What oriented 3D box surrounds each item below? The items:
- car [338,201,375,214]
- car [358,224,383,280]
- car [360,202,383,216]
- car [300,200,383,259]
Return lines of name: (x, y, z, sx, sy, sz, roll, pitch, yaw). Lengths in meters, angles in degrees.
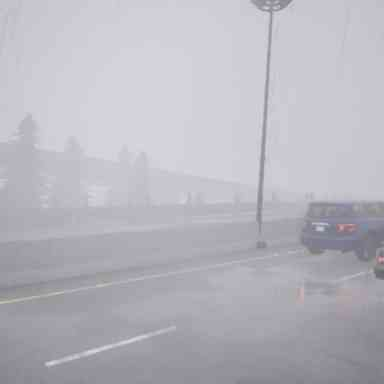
car: (19.660, 1.878, 39.590, 4.892, 1.490, 1.837, 2, -2, -35)
car: (6.734, 1.566, 8.540, 5.357, 1.411, 2.033, 0, -1, -36)
car: (20.519, 1.812, 35.909, 5.357, 1.411, 2.033, 1, -2, -35)
car: (6.443, 1.302, 12.654, 5.566, 2.045, 2.150, 0, -1, -36)
